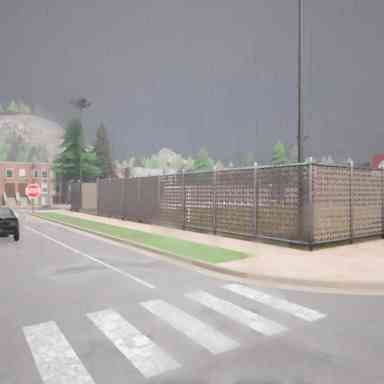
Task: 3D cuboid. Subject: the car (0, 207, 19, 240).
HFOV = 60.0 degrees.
[{"bbox_3d":[-9.693,1.482,16.281,1.882,1.535,5.008,1,-1,-32],"label":"car"}]
